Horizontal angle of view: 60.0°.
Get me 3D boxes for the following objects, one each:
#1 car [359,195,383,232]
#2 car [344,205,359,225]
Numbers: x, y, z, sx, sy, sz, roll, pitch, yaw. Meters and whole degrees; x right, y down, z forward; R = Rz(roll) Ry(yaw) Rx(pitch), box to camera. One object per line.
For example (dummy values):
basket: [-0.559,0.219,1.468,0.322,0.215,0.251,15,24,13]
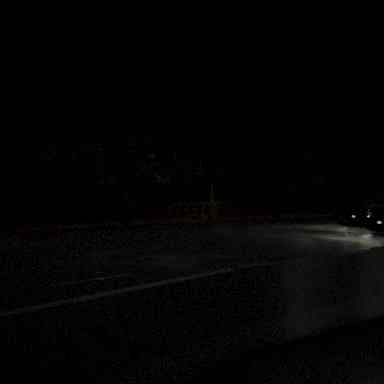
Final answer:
car: [12.305,1.234,18.457,5.566,2.045,2.150,0,0,-23]
car: [13.046,1.241,22.578,5.566,2.045,2.150,0,0,-22]
